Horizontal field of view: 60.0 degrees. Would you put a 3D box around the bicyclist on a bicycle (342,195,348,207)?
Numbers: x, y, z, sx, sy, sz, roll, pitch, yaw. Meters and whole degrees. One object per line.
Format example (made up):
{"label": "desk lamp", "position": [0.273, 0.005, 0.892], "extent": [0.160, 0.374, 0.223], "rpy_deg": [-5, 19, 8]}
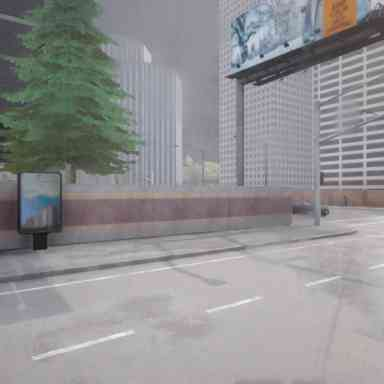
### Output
{"label": "bicyclist on a bicycle", "position": [21.307, 1.301, 46.345], "extent": [1.656, 1.620, 0.582], "rpy_deg": [0, 0, -35]}

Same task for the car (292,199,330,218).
{"label": "car", "position": [10.242, 1.478, 30.848], "extent": [1.882, 1.535, 5.008], "rpy_deg": [0, 0, -35]}

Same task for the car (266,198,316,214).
{"label": "car", "position": [10.713, 1.491, 36.242], "extent": [2.128, 1.511, 4.902], "rpy_deg": [0, 0, -35]}
